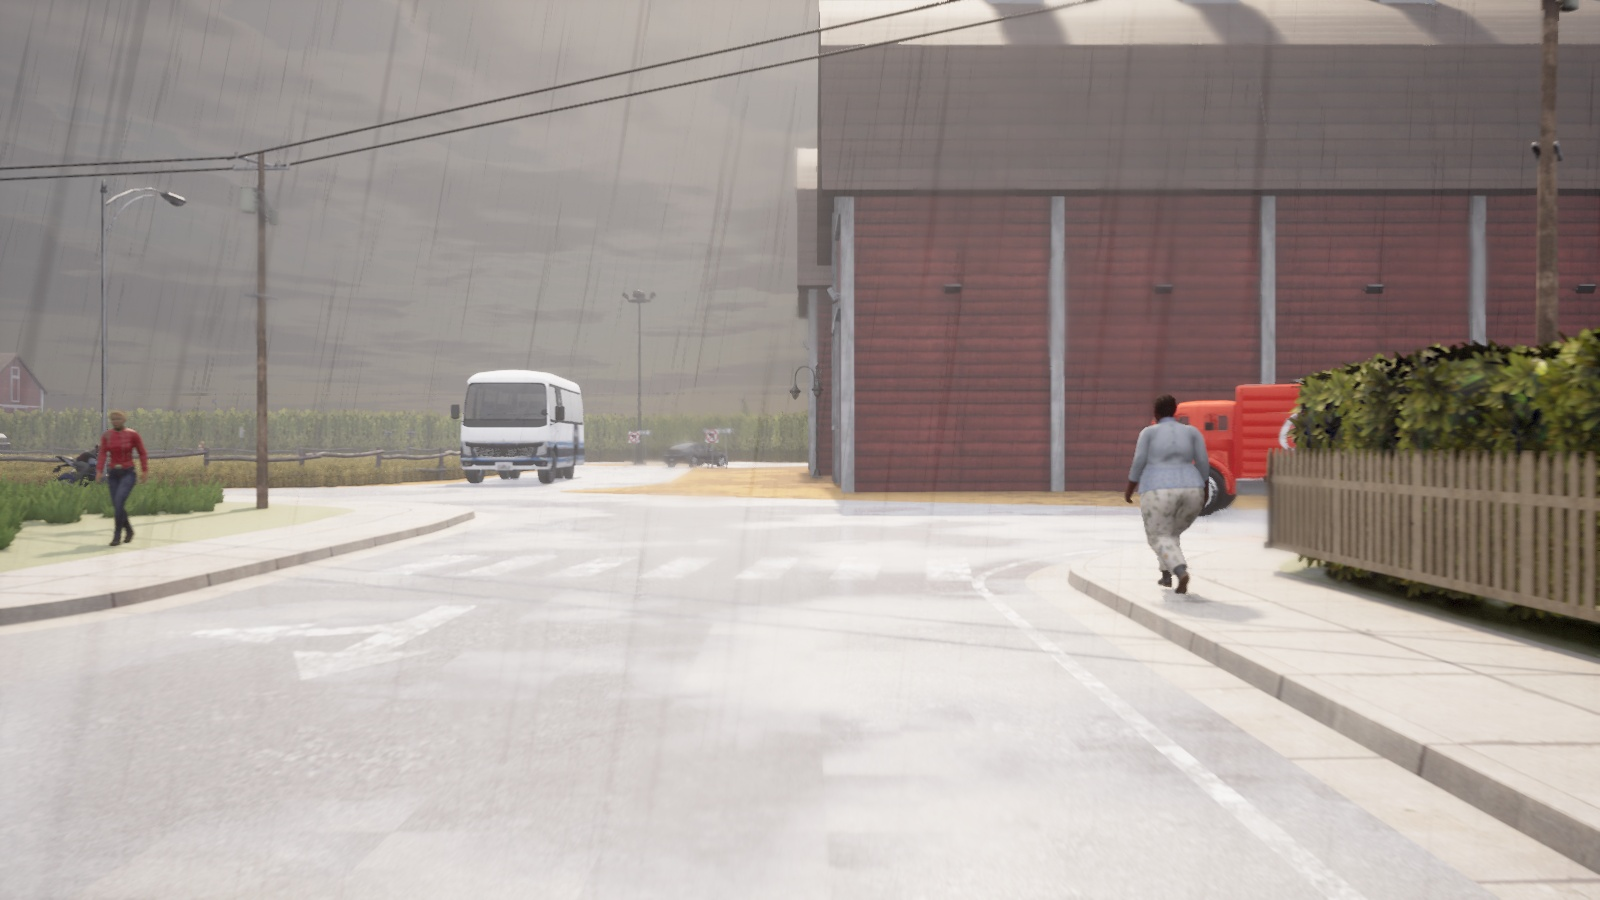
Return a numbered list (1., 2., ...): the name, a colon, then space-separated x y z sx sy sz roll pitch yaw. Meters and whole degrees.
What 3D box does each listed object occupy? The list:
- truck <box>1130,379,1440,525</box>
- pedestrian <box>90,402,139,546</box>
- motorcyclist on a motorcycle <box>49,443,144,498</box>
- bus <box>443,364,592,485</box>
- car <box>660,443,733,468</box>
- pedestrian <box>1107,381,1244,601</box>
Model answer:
1. truck: 9.131 0.027 23.645 5.204 2.467 2.627 0 0 27
2. pedestrian: -8.946 0.302 16.400 0.331 1.846 0.636 0 0 -6
3. motorcyclist on a motorcycle: -19.788 0.566 35.341 2.191 1.530 0.866 0 0 -2
4. bus: -10.822 -0.917 49.428 3.944 4.253 10.273 0 0 -2
5. car: -6.264 0.314 76.691 1.837 1.490 4.892 0 0 33
6. pedestrian: 3.285 0.342 11.063 0.874 1.855 0.900 0 0 -6
